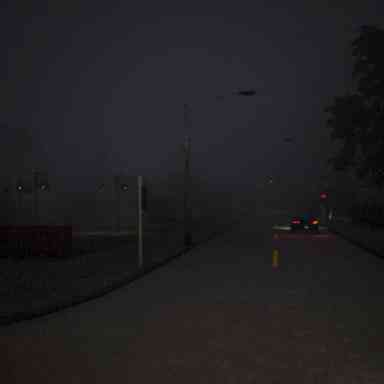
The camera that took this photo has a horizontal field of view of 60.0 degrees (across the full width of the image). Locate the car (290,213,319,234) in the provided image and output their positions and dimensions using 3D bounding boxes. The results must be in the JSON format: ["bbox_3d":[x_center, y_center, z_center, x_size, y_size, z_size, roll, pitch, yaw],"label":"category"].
[{"bbox_3d":[8.414,2.290,25.020,1.812,1.442,4.674,-1,-2,15],"label":"car"}]
